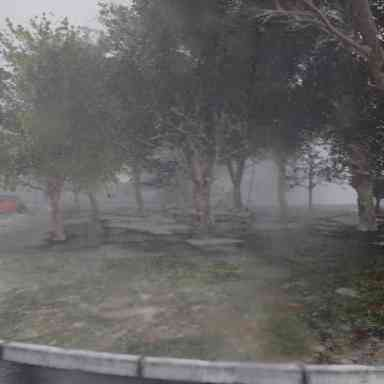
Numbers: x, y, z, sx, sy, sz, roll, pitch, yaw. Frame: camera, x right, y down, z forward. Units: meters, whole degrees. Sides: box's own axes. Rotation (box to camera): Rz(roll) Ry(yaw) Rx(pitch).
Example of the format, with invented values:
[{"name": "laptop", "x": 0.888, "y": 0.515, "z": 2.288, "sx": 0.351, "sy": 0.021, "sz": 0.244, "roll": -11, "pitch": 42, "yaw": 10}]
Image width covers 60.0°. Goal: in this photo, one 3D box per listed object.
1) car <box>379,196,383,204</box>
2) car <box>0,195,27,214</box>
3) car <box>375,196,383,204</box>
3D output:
[{"name": "car", "x": 39.077, "y": 1.607, "z": 67.211, "sx": 1.882, "sy": 1.535, "sz": 5.008, "roll": 1, "pitch": -1, "yaw": 33}, {"name": "car", "x": -16.148, "y": 1.019, "z": 27.474, "sx": 2.097, "sy": 1.767, "sz": 4.553, "roll": 0, "pitch": 1, "yaw": 24}, {"name": "car", "x": 33.506, "y": 1.451, "z": 58.739, "sx": 1.882, "sy": 1.535, "sz": 5.008, "roll": 1, "pitch": -1, "yaw": 33}]
